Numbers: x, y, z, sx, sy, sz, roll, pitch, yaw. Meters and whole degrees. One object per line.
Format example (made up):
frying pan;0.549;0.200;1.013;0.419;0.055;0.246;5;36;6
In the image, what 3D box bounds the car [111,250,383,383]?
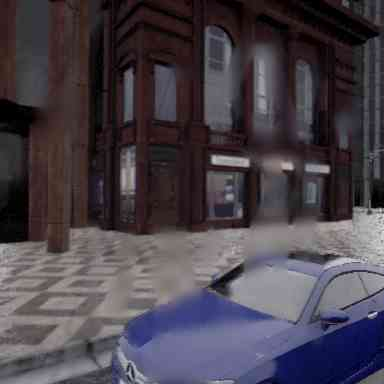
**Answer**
car;1.320;1.565;4.321;4.674;1.442;1.812;1;0;-36
